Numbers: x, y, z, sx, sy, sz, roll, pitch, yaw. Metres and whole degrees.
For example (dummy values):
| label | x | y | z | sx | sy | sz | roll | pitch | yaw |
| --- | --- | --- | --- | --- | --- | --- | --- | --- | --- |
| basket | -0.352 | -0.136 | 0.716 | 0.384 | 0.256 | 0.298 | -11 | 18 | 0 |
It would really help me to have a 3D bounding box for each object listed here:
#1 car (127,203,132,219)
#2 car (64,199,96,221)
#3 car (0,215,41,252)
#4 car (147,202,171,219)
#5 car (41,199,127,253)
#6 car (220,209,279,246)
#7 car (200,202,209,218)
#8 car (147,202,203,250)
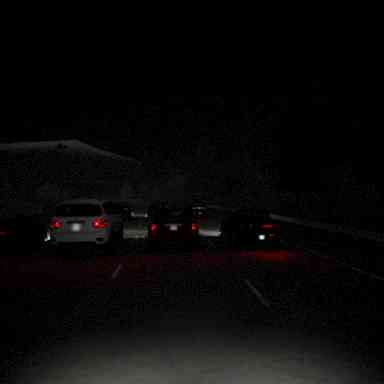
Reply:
| label | x | y | z | sx | sy | sz | roll | pitch | yaw |
| --- | --- | --- | --- | --- | --- | --- | --- | --- | --- |
| car | -6.633 | 1.708 | 31.009 | 2.128 | 1.511 | 4.902 | 0 | 0 | -10 |
| car | -10.076 | 1.589 | 30.339 | 2.097 | 1.767 | 4.553 | 0 | 0 | -10 |
| car | -7.863 | 1.699 | 14.382 | 1.994 | 1.385 | 4.181 | 0 | 0 | -5 |
| car | -3.266 | 1.761 | 32.039 | 1.994 | 1.385 | 4.181 | 0 | 0 | -10 |
| car | -4.326 | 1.330 | 14.407 | 2.150 | 2.045 | 5.566 | 0 | -1 | -5 |
| car | 2.562 | 1.571 | 15.691 | 1.837 | 1.490 | 4.892 | 0 | 0 | -5 |
| car | 0.325 | 1.662 | 31.834 | 2.128 | 1.511 | 4.902 | 0 | 0 | -10 |
| car | -0.911 | 1.442 | 15.118 | 2.097 | 1.767 | 4.553 | 0 | 0 | -5 |
